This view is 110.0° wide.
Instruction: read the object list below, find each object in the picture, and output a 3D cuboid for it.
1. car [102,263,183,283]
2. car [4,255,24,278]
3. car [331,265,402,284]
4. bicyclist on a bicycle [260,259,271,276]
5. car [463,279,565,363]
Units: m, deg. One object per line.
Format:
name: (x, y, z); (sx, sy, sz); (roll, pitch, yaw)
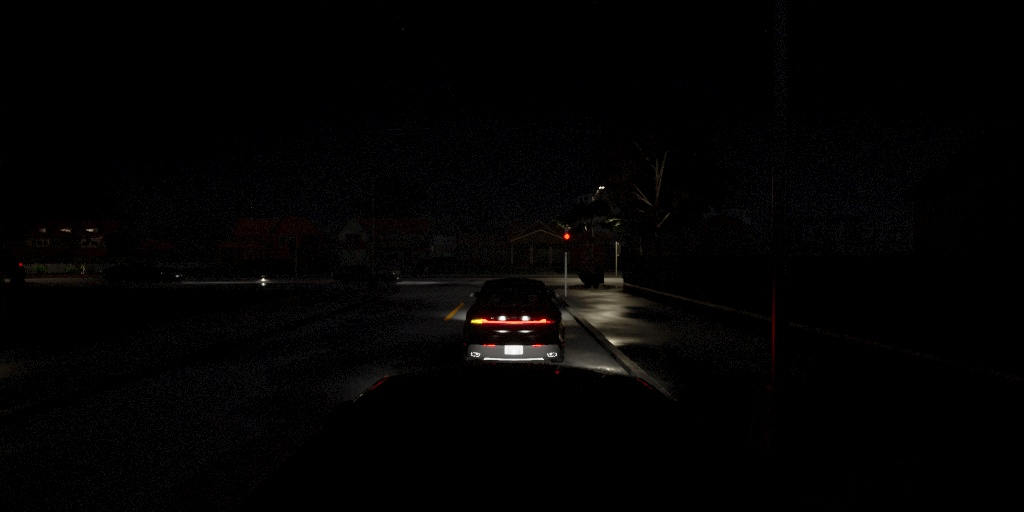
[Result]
car: (-27.466, 1.241, 26.787); (4.902, 1.511, 2.128); (0, 0, 0)
car: (-45.925, 0.963, 30.962); (5.566, 2.045, 2.150); (-1, 0, 0)
car: (-10.751, 1.351, 26.809); (4.718, 1.301, 1.895); (0, 0, 0)
bicyclist on a bicycle: (-24.169, 1.099, 35.189); (0.582, 1.620, 1.656); (0, 0, 0)
car: (0.052, 1.255, 8.153); (1.837, 1.490, 4.892); (0, 0, 1)
